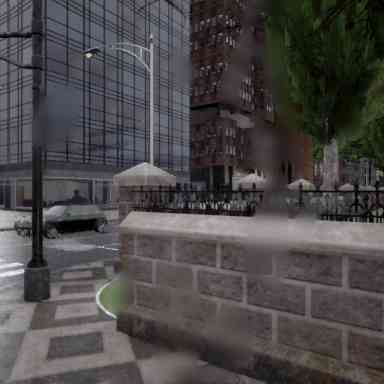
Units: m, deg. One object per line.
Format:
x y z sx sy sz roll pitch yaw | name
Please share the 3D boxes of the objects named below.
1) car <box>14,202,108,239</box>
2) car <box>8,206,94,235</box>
-6.817 1.427 17.884 2.097 1.767 4.553 0 0 36 | car
-8.431 1.631 20.209 2.008 1.369 4.403 0 -1 36 | car
